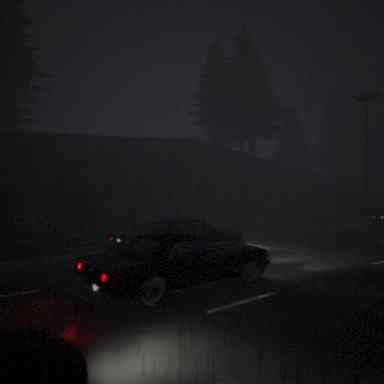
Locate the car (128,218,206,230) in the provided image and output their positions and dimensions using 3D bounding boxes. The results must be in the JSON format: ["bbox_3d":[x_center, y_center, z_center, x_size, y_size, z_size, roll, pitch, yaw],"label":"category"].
[{"bbox_3d":[-0.451,1.672,12.421,5.357,1.411,2.033,1,-1,-39],"label":"car"}]

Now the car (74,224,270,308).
[{"bbox_3d":[-0.242,1.683,8.166,4.718,1.301,1.895,1,-1,-38],"label":"car"}]

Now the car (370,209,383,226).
[{"bbox_3d":[15.572,1.908,25.432,5.357,1.411,2.033,1,-1,-39],"label":"car"}]

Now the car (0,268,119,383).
[{"bbox_3d":[-2.961,1.526,1.831,4.674,1.442,1.812,1,0,-34],"label":"car"}]
